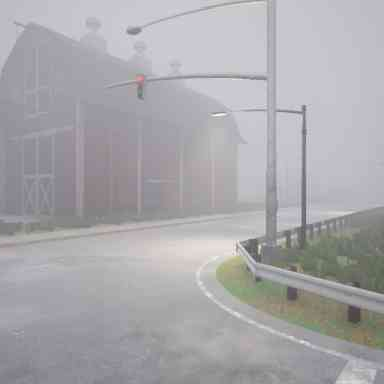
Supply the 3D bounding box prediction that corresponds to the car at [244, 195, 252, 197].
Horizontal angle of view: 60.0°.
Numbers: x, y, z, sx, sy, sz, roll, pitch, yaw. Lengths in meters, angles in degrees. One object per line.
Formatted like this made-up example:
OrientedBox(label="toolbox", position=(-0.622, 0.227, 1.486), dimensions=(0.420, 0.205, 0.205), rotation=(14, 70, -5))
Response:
OrientedBox(label="car", position=(14.842, 1.538, 87.670), dimensions=(1.784, 1.438, 3.905), rotation=(0, 0, 36))
